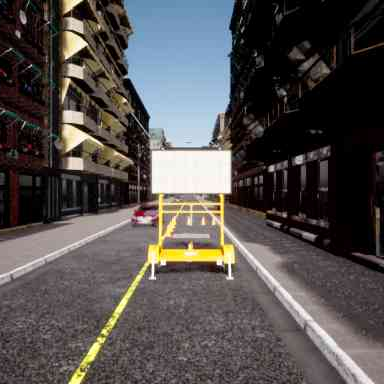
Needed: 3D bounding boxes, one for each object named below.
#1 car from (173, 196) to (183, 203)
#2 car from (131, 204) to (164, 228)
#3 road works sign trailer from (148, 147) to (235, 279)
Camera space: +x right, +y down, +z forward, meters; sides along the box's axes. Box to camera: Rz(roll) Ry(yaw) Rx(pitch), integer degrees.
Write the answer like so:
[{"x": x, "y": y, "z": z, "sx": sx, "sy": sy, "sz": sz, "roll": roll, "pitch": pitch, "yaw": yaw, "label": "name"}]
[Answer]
[{"x": -2.900, "y": 1.588, "z": 69.464, "sx": 1.812, "sy": 1.442, "sz": 4.674, "roll": 0, "pitch": 0, "yaw": 0, "label": "car"}, {"x": -2.900, "y": 1.534, "z": 22.563, "sx": 1.812, "sy": 1.442, "sz": 4.674, "roll": 0, "pitch": 0, "yaw": 0, "label": "car"}, {"x": -0.021, "y": 0.467, "z": 9.993, "sx": 2.380, "sy": 3.560, "sz": 2.880, "roll": 0, "pitch": 0, "yaw": 0, "label": "road works sign trailer"}]
